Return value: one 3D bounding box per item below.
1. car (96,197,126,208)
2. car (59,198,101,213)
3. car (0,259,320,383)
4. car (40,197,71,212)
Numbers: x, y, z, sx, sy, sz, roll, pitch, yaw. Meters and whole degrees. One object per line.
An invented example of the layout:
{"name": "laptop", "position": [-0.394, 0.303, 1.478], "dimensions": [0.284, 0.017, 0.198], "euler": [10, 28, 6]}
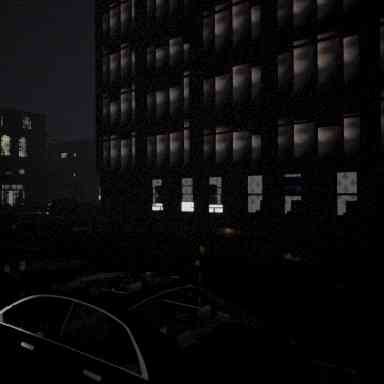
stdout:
{"name": "car", "position": [-12.416, 1.643, 51.193], "dimensions": [1.967, 1.590, 4.097], "euler": [-1, -1, 36]}
{"name": "car", "position": [-12.197, 1.683, 37.287], "dimensions": [1.802, 1.307, 4.206], "euler": [-1, -1, 36]}
{"name": "car", "position": [-0.978, 1.551, 3.574], "dimensions": [4.403, 1.369, 2.008], "euler": [0, 0, 35]}
{"name": "car", "position": [-16.394, 1.489, 41.408], "dimensions": [2.097, 1.767, 4.553], "euler": [0, -1, 37]}
